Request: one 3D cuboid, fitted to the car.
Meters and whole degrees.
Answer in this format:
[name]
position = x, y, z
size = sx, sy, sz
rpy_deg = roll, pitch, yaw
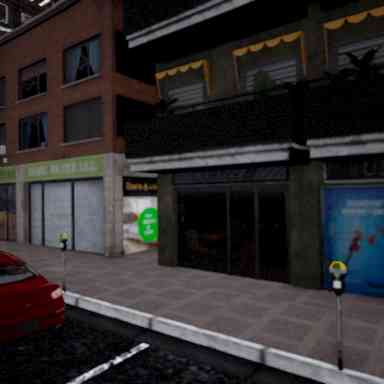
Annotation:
[car]
position = -3.847, 1.641, 5.628
size = 4.206, 1.307, 1.802
rpy_deg = -1, -1, 36
